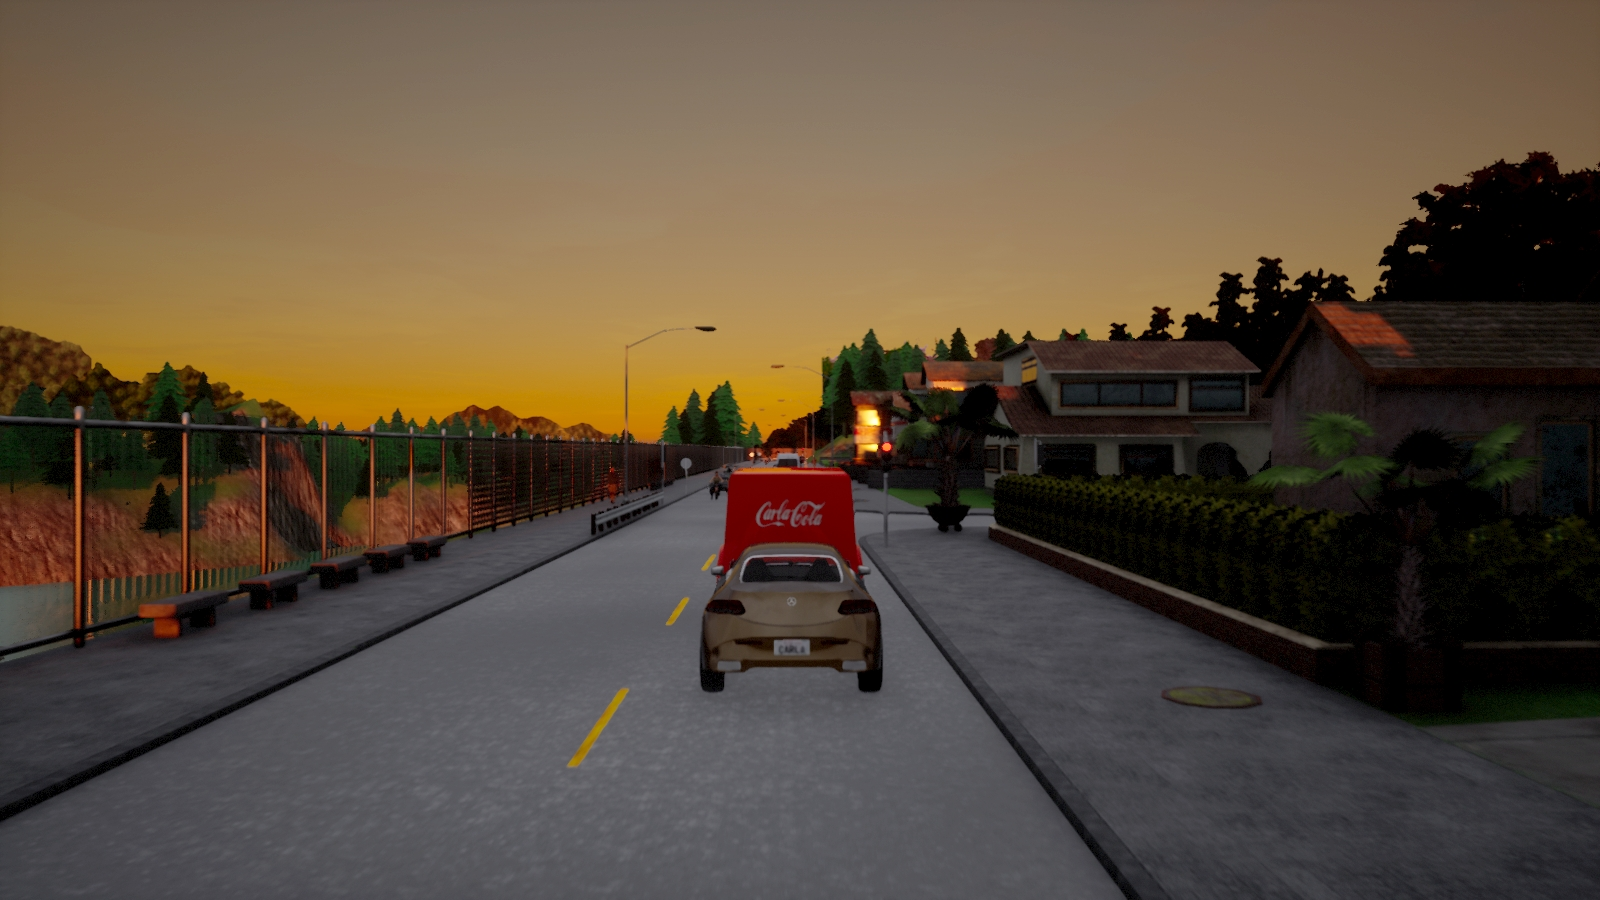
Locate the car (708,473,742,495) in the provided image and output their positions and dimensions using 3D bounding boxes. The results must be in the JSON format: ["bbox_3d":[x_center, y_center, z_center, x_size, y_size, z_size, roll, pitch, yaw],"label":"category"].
[{"bbox_3d":[-4.762,2.148,73.107,1.895,1.301,4.718,0,0,-1],"label":"car"}]

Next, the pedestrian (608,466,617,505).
[{"bbox_3d":[-9.187,1.739,55.979,0.375,1.860,0.375,0,0,2],"label":"pedestrian"}]

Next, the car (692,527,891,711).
[{"bbox_3d":[-0.117,1.990,14.853,2.152,1.651,5.027,0,0,-1],"label":"car"}]

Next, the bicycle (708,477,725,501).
[{"bbox_3d":[-4.653,2.152,63.847,0.859,1.276,1.487,0,0,-1],"label":"bicycle"}]

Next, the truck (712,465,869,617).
[{"bbox_3d":[-0.191,1.567,21.773,2.627,2.467,5.204,0,0,-1],"label":"truck"}]
